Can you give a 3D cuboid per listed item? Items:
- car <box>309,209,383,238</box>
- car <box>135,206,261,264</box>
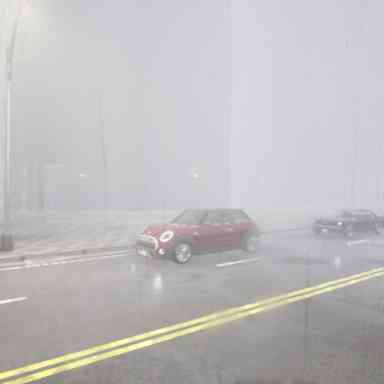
[{"bbox_3d":[8.330,1.575,17.608,4.718,1.301,1.895,0,0,-36],"label":"car"},{"bbox_3d":[0.294,1.342,11.870,4.553,1.767,2.097,0,0,-35],"label":"car"}]
